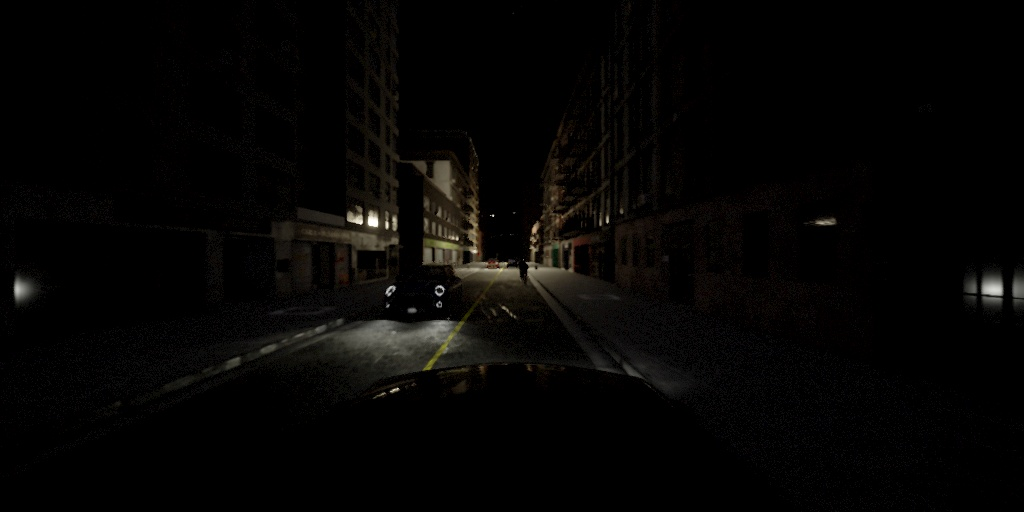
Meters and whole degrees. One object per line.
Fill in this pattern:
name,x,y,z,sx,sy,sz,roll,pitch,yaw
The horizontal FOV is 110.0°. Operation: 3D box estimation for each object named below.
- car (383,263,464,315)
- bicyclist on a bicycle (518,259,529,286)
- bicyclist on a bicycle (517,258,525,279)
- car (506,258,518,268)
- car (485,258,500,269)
car,-3.099,1.096,13.356,2.097,1.767,4.553,0,0,0
bicyclist on a bicycle,0.825,1.111,23.558,0.659,1.776,1.843,0,0,0
bicyclist on a bicycle,0.825,1.108,32.558,0.659,1.776,1.843,0,0,0
car,0.009,1.278,58.598,2.033,1.411,5.357,0,0,0
car,-3.054,1.083,56.040,2.097,1.767,4.553,0,0,0
